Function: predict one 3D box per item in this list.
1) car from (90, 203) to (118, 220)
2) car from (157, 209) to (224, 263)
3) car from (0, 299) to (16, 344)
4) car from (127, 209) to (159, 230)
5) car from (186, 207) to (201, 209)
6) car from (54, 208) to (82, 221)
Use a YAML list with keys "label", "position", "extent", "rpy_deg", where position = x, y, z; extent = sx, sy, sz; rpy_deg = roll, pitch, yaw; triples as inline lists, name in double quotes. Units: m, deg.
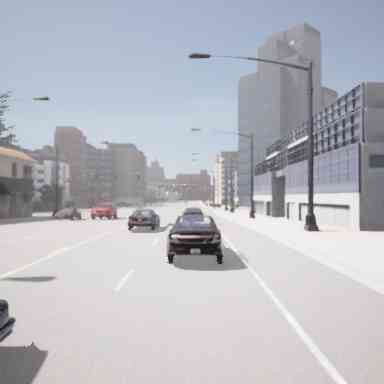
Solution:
- label: "car"
  position: [-10.570, 2.320, 40.379]
  extent: [2.150, 2.045, 5.566]
  rpy_deg: [0, -3, 0]
- label: "car"
  position: [0.100, 1.585, 12.292]
  extent: [2.128, 1.511, 4.902]
  rpy_deg: [0, -1, 0]
- label: "car"
  position: [-3.399, 1.548, 2.203]
  extent: [2.033, 1.411, 5.357]
  rpy_deg: [0, 0, 0]
- label: "car"
  position: [-3.399, 1.953, 24.142]
  extent: [2.033, 1.411, 5.357]
  rpy_deg: [0, -2, 0]
- label: "car"
  position: [0.100, 2.124, 29.536]
  extent: [1.837, 1.490, 4.892]
  rpy_deg: [0, -3, 0]
- label: "car"
  position: [-14.079, 2.528, 38.131]
  extent: [1.812, 1.442, 4.674]
  rpy_deg: [0, -2, 0]
